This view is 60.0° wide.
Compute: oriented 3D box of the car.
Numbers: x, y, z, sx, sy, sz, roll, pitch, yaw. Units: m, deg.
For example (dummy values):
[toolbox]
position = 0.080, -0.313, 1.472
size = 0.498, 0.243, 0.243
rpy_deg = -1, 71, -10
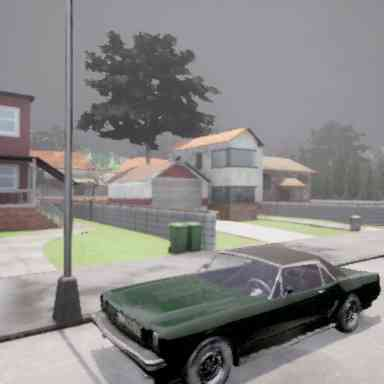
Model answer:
[car]
position = 0.947, 1.621, 5.281
size = 4.718, 1.301, 1.895
rpy_deg = 0, 0, -35
